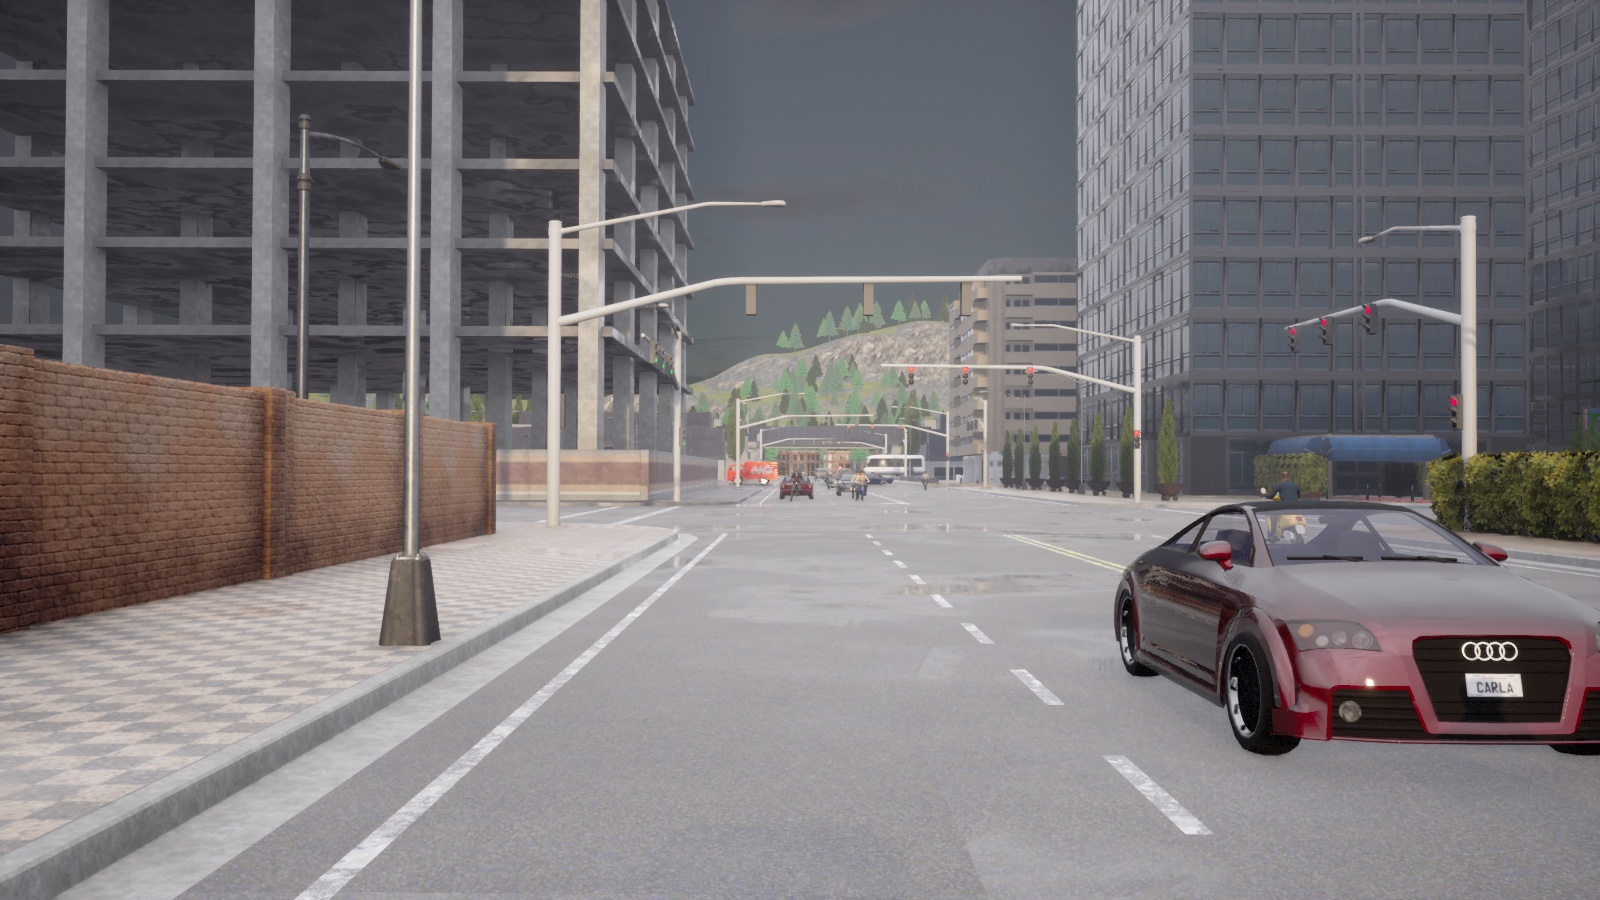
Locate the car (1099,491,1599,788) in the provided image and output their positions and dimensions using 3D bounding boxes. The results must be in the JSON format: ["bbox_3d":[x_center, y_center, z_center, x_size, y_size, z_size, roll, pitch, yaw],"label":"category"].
[{"bbox_3d":[3.480,1.004,8.286,1.994,1.385,4.181,0,-1,0],"label":"car"}]

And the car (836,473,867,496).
[{"bbox_3d":[3.309,2.183,80.926,1.812,1.442,4.674,0,-1,0],"label":"car"}]

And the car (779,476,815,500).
[{"bbox_3d":[-0.164,2.091,70.149,1.895,1.301,4.718,0,-1,0],"label":"car"}]
